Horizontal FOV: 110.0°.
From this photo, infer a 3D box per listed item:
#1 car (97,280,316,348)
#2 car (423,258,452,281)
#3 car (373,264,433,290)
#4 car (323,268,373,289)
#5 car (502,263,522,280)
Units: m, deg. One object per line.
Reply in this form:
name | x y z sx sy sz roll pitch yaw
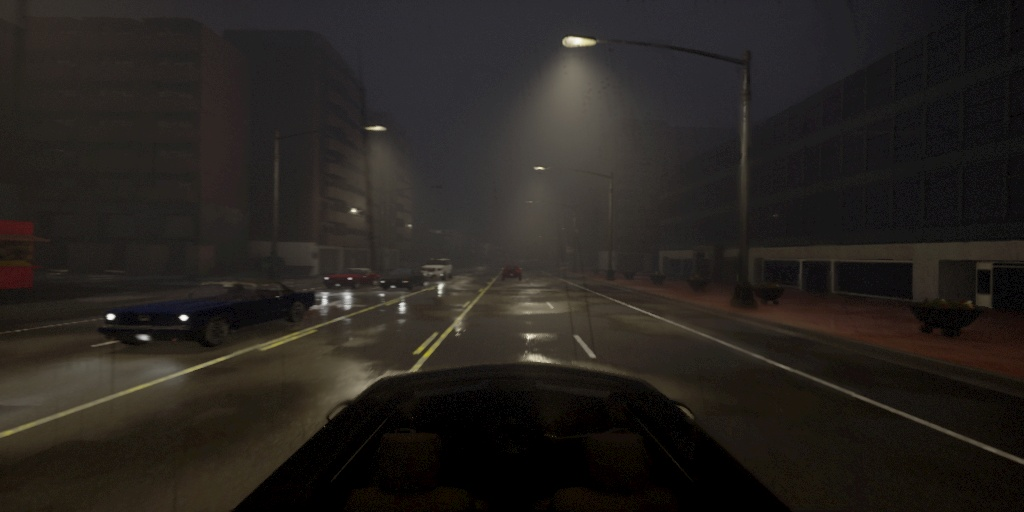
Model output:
car | -7.189 1.310 9.206 1.895 1.301 4.718 1 -1 0
car | -7.109 1.235 34.301 2.150 2.045 5.566 1 -1 0
car | -7.097 1.477 24.042 2.033 1.411 5.357 1 -1 0
car | -10.598 1.479 24.011 1.895 1.301 4.718 1 -1 0
car | -0.025 1.612 36.355 1.882 1.535 5.008 1 0 0
